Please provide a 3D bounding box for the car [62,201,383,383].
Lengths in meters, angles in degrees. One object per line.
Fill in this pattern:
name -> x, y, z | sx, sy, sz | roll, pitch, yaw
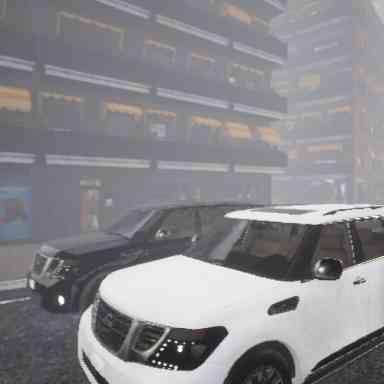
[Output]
car -> 1.378, 1.224, 4.680 | 5.566, 2.045, 2.150 | 0, 0, -36

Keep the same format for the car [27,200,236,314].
car -> -0.499, 1.229, 7.334 | 5.566, 2.045, 2.150 | 0, 0, -36
